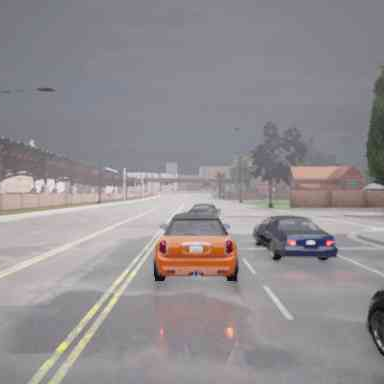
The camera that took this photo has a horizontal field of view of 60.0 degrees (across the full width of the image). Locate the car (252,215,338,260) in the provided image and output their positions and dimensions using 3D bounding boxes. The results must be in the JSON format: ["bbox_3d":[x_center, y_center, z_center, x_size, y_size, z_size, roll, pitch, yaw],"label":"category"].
[{"bbox_3d":[3.599,1.590,12.577,2.033,1.411,5.357,0,0,0],"label":"car"}]

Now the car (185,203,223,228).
[{"bbox_3d":[0.983,1.584,23.726,1.837,1.490,4.892,-1,-1,13],"label":"car"}]

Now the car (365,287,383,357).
[{"bbox_3d":[3.603,1.575,3.323,1.994,1.385,4.181,0,0,0],"label":"car"}]

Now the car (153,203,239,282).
[{"bbox_3d":[0.099,1.385,10.010,2.097,1.767,4.553,0,0,0],"label":"car"}]
